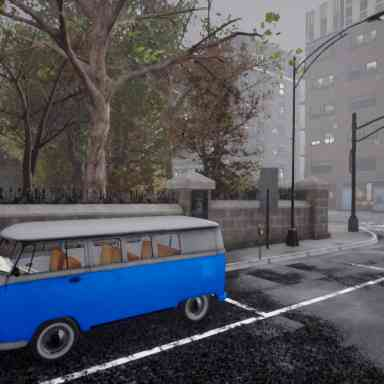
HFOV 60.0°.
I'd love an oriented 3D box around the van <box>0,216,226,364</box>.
[{"bbox_3d":[-1.276,1.342,5.581,3.998,1.788,1.690,0,1,-35],"label":"van"}]
